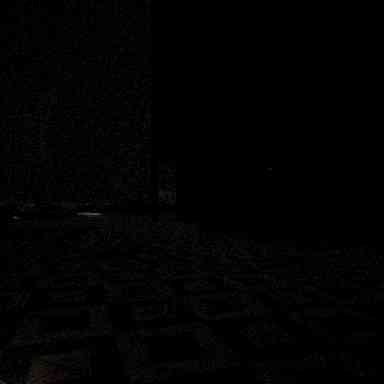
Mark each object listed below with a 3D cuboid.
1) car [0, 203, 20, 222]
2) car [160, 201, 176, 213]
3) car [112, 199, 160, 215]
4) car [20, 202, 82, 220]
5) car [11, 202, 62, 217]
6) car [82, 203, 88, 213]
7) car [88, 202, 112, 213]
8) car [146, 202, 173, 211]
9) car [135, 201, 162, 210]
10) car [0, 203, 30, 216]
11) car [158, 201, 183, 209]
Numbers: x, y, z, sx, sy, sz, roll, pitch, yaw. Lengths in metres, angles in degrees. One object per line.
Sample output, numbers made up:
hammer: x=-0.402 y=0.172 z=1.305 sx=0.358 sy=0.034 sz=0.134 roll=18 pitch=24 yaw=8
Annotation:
car: x=-16.468 y=1.775 z=26.214 sx=1.947 sy=1.339 sz=4.313 roll=-1 pitch=-2 yaw=35
car: x=-3.363 y=2.114 z=44.595 sx=1.887 sy=1.381 sz=4.507 roll=-1 pitch=-2 yaw=35
car: x=-6.640 y=1.792 z=40.006 sx=2.192 sy=1.841 sz=5.009 roll=-1 pitch=-2 yaw=35
car: x=-13.094 y=1.824 z=30.948 sx=1.752 sy=1.417 sz=4.829 roll=-1 pitch=-2 yaw=35
car: x=-16.714 y=1.852 z=35.948 sx=1.812 sy=1.442 sz=4.674 roll=0 pitch=-1 yaw=36
car: x=-13.576 y=2.016 z=44.955 sx=1.887 sy=1.381 sz=4.507 roll=-1 pitch=-2 yaw=35
car: x=-10.929 y=2.012 z=44.045 sx=1.812 sy=1.442 sz=4.674 roll=0 pitch=-1 yaw=35
car: x=-5.044 y=2.219 z=52.238 sx=1.994 sy=1.385 sz=4.181 roll=0 pitch=-1 yaw=36
car: x=-7.024 y=2.210 z=54.144 sx=2.008 sy=1.369 sz=4.403 roll=-1 pitch=-2 yaw=35
car: x=-20.128 y=1.842 z=35.765 sx=2.008 sy=1.369 sz=4.403 roll=-1 pitch=-1 yaw=35
car: x=-3.747 y=2.306 z=58.739 sx=2.008 sy=1.369 sz=4.403 roll=-1 pitch=-2 yaw=35
